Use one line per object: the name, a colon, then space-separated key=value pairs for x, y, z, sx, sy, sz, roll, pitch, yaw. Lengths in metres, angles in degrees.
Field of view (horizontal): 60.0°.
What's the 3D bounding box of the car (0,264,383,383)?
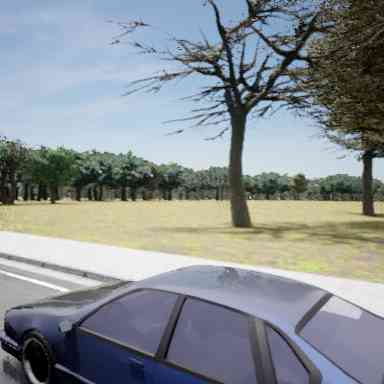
car: x=0.116 y=1.548 z=3.479 sx=5.357 sy=1.411 sz=2.033 roll=0 pitch=0 yaw=35
